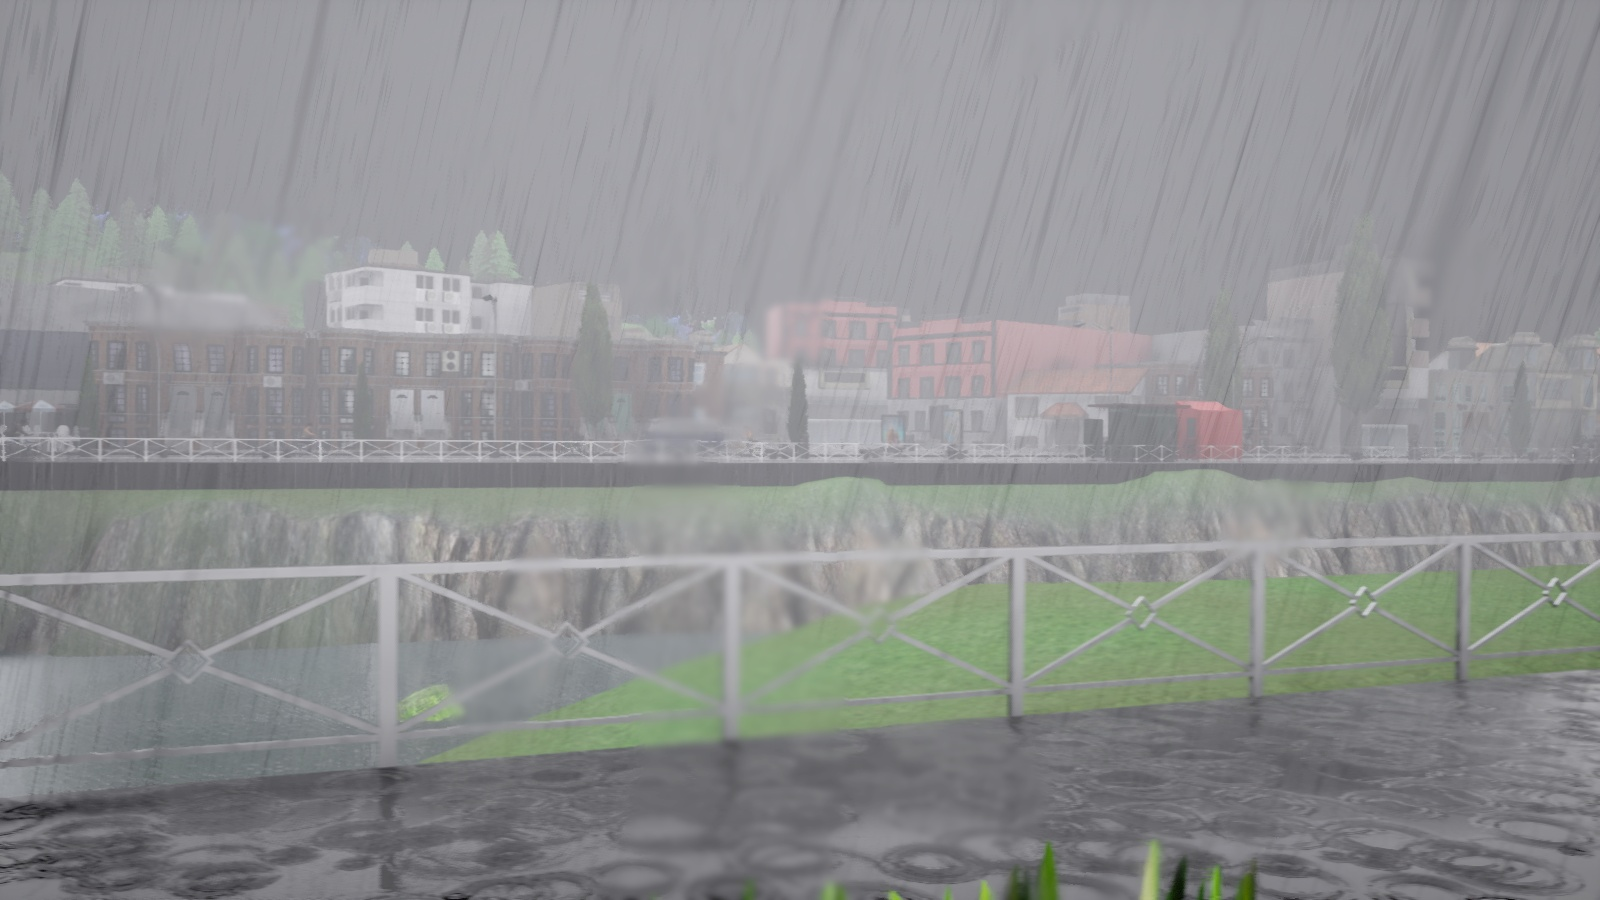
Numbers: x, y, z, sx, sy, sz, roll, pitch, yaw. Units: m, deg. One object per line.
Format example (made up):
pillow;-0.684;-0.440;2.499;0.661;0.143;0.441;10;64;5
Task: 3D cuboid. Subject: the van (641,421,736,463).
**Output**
van;-5.626;-0.419;63.343;4.442;1.987;1.775;-1;1;-21
